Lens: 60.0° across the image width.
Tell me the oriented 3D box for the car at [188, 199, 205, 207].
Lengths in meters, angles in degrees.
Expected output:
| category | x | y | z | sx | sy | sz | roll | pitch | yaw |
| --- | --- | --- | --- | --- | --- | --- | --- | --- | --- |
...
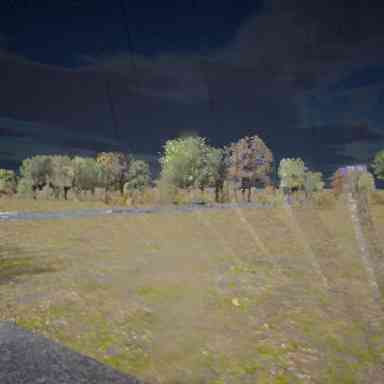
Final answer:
| category | x | y | z | sx | sy | sz | roll | pitch | yaw |
| --- | --- | --- | --- | --- | --- | --- | --- | --- | --- |
| car | 1.020 | 2.366 | 71.807 | 1.837 | 1.490 | 4.892 | 0 | 0 | 36 |
